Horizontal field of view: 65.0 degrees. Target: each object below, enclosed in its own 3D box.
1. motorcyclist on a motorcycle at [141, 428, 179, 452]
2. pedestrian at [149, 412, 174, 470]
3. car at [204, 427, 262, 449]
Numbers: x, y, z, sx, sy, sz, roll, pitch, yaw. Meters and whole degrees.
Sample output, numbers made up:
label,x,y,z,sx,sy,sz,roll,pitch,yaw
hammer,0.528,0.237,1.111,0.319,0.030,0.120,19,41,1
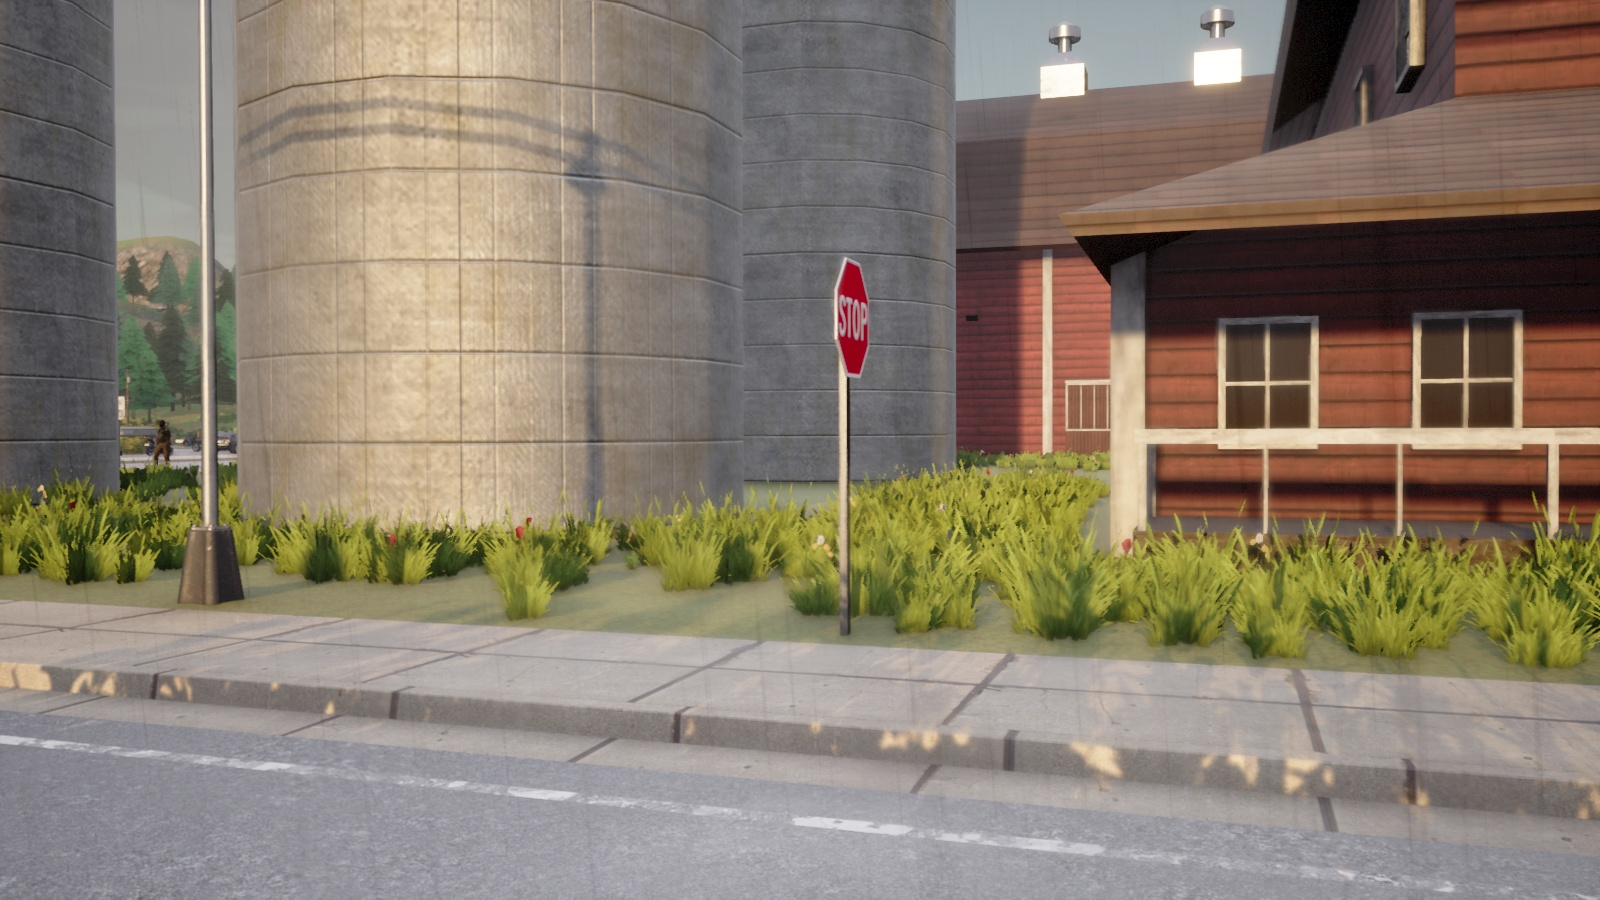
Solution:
label,x,y,z,sx,sy,sz,roll,pitch,yaw
motorcyclist on a motorcycle,-41.592,-0.642,81.650,0.866,1.530,2.191,1,1,18
pedestrian,-21.710,-0.305,42.706,0.395,1.930,0.692,1,1,15
car,-40.252,-0.849,89.293,2.007,1.525,4.514,0,1,1
